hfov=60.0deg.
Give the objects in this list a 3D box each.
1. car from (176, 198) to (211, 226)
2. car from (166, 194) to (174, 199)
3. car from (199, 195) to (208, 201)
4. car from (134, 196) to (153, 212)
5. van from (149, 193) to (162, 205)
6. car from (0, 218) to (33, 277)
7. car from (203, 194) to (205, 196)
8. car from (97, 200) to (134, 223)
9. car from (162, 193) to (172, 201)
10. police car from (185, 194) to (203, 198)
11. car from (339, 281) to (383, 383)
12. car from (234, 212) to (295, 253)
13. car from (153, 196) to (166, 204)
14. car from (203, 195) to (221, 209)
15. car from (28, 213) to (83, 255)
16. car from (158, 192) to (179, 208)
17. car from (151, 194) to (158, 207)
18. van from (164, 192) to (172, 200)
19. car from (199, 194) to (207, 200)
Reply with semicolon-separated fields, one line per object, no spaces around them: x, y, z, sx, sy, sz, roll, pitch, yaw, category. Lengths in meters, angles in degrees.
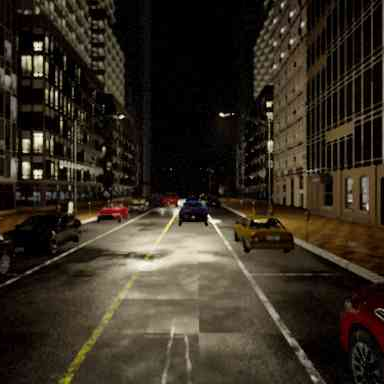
0.080;1.396;22.957;1.882;1.535;5.008;0;0;0;car
-5.759;1.220;87.134;1.947;1.339;4.313;0;0;0;car
2.631;1.286;75.742;1.802;1.307;4.206;0;0;0;car
-5.717;1.420;35.904;2.008;1.369;4.403;0;0;0;car
-5.730;1.142;52.980;1.690;1.788;3.998;0;0;0;van
-5.693;1.525;7.443;2.008;1.369;4.403;0;0;0;car
2.641;1.193;64.357;1.967;1.590;4.097;0;0;0;car
-5.707;1.495;24.518;1.802;1.307;4.206;0;0;0;car
-5.749;1.144;75.748;1.967;1.590;4.097;0;0;0;car
0.067;1.271;41.566;1.930;1.638;5.238;0;0;0;police car
2.693;1.309;1.745;2.192;1.841;5.009;0;0;0;car
2.682;1.479;13.299;1.752;1.417;4.829;0;0;0;car
-5.735;1.359;58.673;1.802;1.307;4.206;0;0;0;car
2.659;1.412;41.591;1.947;1.339;4.313;0;0;0;car
-5.698;1.520;13.136;1.947;1.339;4.313;0;0;0;car
-3.039;1.046;46.078;2.150;2.045;5.566;0;0;0;car
-5.726;1.369;47.288;1.887;1.381;4.507;0;0;0;car
-5.753;1.020;81.441;1.690;1.788;3.998;0;0;0;van
2.627;1.203;81.603;1.752;1.417;4.829;0;0;0;car
